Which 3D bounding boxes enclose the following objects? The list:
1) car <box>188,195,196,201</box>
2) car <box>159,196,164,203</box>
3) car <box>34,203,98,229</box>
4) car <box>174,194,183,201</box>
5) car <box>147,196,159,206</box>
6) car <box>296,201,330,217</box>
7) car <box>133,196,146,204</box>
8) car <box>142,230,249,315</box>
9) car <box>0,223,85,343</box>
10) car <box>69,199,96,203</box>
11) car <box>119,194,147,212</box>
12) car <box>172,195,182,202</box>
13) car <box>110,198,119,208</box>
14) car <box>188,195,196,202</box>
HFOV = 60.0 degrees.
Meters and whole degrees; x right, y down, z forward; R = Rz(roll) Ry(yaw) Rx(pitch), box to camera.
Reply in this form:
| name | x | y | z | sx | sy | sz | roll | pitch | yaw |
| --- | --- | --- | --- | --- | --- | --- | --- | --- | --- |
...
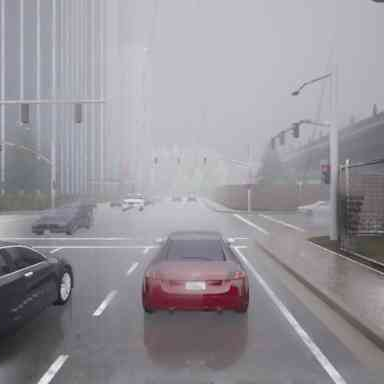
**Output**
| name | x | y | z | sx | sy | sz | roll | pitch | yaw |
| --- | --- | --- | --- | --- | --- | --- | --- | --- | --- |
| car | 0.009 | 1.478 | 85.198 | 1.882 | 1.535 | 5.008 | 0 | 0 | 0 |
| car | -6.993 | 1.524 | 69.612 | 1.812 | 1.442 | 4.674 | 0 | 0 | 0 |
| car | -7.098 | 1.571 | 18.954 | 2.033 | 1.411 | 5.357 | 0 | 0 | 0 |
| car | -3.491 | 1.386 | 84.669 | 2.128 | 1.511 | 4.902 | 0 | 0 | 0 |
| car | -7.083 | 1.505 | 54.469 | 1.837 | 1.490 | 4.892 | 0 | 0 | 0 |
| car | 12.370 | 1.581 | 31.754 | 4.674 | 1.442 | 1.812 | 0 | 0 | -3 |
| car | -10.506 | 1.507 | 66.913 | 1.837 | 1.490 | 4.892 | 0 | -1 | 0 |
| car | 0.073 | 1.564 | 7.654 | 1.994 | 1.385 | 4.181 | 0 | 0 | 0 |
| car | -3.441 | 1.505 | 5.198 | 1.837 | 1.490 | 4.892 | 0 | 0 | 0 |
| car | -11.979 | 1.536 | 35.387 | 1.837 | 1.490 | 4.892 | 1 | 1 | 21 |
| car | -6.897 | 1.225 | 39.463 | 2.150 | 2.045 | 5.566 | 0 | 0 | -4 |
| car | -3.492 | 1.495 | 74.245 | 1.837 | 1.490 | 4.892 | 0 | 0 | 0 |
| car | -10.594 | 1.547 | 48.888 | 2.033 | 1.411 | 5.357 | 0 | 0 | 0 |
| car | 0.016 | 1.478 | 74.791 | 1.882 | 1.535 | 5.008 | 0 | 0 | 0 |
